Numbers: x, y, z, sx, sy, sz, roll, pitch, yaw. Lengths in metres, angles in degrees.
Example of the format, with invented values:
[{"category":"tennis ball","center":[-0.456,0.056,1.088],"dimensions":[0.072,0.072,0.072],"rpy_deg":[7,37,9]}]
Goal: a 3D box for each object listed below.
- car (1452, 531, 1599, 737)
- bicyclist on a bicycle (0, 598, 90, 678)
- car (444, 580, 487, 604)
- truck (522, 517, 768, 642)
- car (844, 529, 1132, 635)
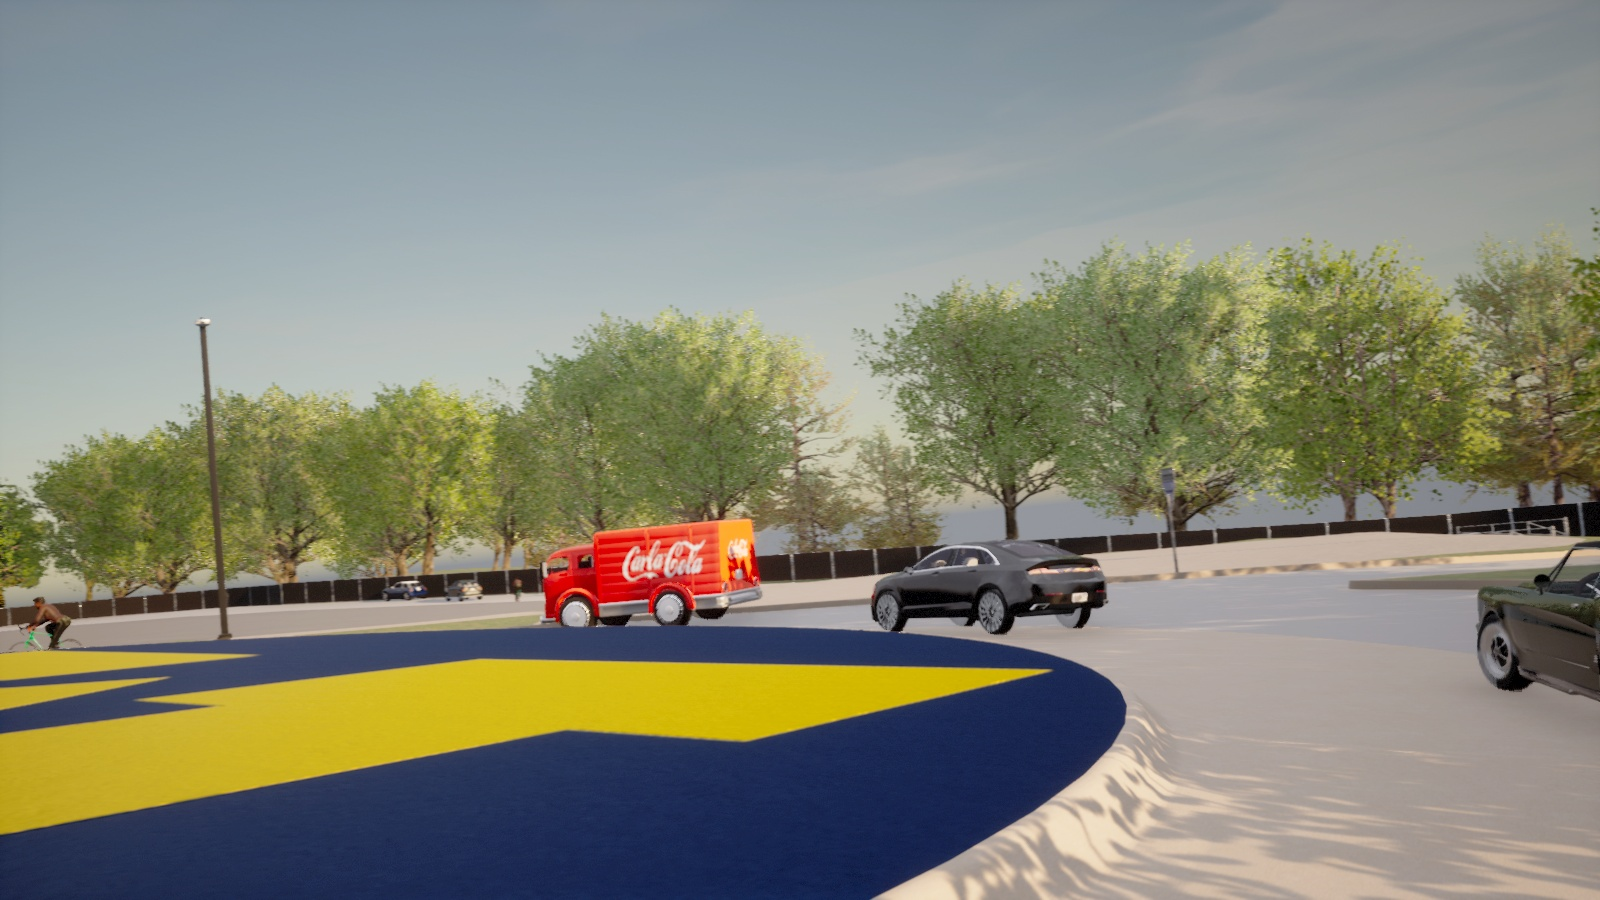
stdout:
[{"category":"car","center":[6.301,1.224,8.914],"dimensions":[1.895,1.301,4.718],"rpy_deg":[-2,-4,14]},{"category":"bicyclist on a bicycle","center":[-16.373,4.066,27.138],"dimensions":[1.656,1.620,0.582],"rpy_deg":[-3,-8,-4]},{"category":"car","center":[-25.094,10.635,94.177],"dimensions":[1.789,1.549,3.705],"rpy_deg":[-2,-4,-37]},{"category":"truck","center":[-3.813,3.181,31.061],"dimensions":[5.204,2.467,2.627],"rpy_deg":[-7,-4,20]},{"category":"car","center":[3.000,2.259,21.260],"dimensions":[2.128,1.511,4.902],"rpy_deg":[1,-7,-30]}]
